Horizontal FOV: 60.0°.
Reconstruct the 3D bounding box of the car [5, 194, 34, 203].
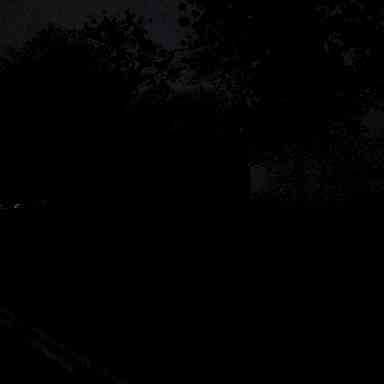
[{"bbox_3d":[-26.369,0.628,50.893,2.150,2.045,5.566,-1,2,1],"label":"car"}]
